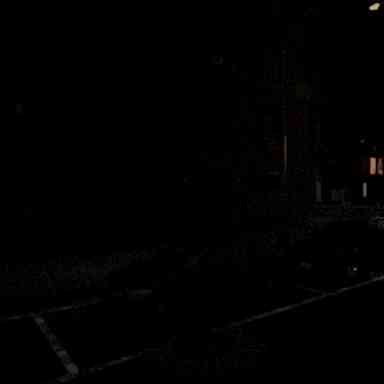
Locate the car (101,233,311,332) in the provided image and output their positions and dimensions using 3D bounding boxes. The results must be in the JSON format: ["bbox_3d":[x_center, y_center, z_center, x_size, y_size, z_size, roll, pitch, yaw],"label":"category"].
[{"bbox_3d":[0.299,1.570,6.749,4.206,1.307,1.802,0,0,-36],"label":"car"}]

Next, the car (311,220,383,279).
[{"bbox_3d":[4.734,1.538,9.917,4.313,1.339,1.947,0,0,-36],"label":"car"}]
